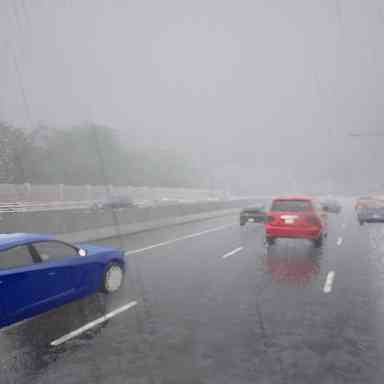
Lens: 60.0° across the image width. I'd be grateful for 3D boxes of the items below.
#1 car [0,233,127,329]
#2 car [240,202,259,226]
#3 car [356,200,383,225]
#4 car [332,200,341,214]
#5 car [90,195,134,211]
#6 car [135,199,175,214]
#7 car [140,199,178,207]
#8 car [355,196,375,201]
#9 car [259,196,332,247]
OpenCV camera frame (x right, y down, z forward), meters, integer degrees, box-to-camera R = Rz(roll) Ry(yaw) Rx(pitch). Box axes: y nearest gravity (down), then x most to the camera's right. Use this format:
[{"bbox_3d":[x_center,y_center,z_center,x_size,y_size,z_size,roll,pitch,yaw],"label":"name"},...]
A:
[{"bbox_3d":[-3.256,1.519,6.316,1.882,1.535,5.008,-1,0,26],"label":"car"},{"bbox_3d":[4.705,1.482,22.735,1.837,1.490,4.892,-1,0,26],"label":"car"},{"bbox_3d":[12.368,1.476,22.526,1.994,1.385,4.181,-1,0,26],"label":"car"},{"bbox_3d":[14.310,1.492,34.525,1.994,1.385,4.181,-1,0,26],"label":"car"},{"bbox_3d":[-8.533,1.322,36.003,2.150,2.045,5.566,-1,0,26],"label":"car"},{"bbox_3d":[-4.007,1.560,37.301,2.128,1.511,4.902,-1,0,26],"label":"car"},{"bbox_3d":[-2.624,1.595,32.148,2.033,1.411,5.357,-1,0,26],"label":"car"},{"bbox_3d":[20.540,1.265,39.389,2.097,1.767,4.553,-1,0,26],"label":"car"},{"bbox_3d":[4.911,1.199,15.143,2.150,2.045,5.566,-1,0,26],"label":"car"}]
